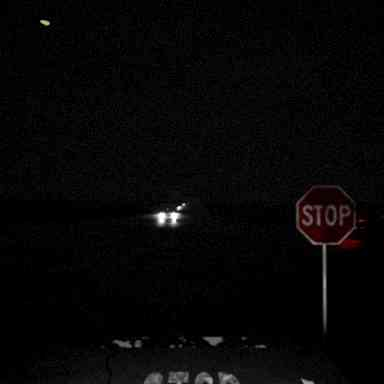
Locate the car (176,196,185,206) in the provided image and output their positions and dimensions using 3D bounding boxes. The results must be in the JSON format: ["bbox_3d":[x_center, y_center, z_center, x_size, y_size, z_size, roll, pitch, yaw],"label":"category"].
[{"bbox_3d":[-2.662,1.665,54.816,1.994,1.385,4.181,0,0,1],"label":"car"}]

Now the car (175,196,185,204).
[{"bbox_3d":[-2.491,1.624,69.237,1.882,1.535,5.008,0,0,0],"label":"car"}]

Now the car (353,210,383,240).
[{"bbox_3d":[11.027,1.726,17.870,4.892,1.490,1.837,1,-3,-7],"label":"car"}]

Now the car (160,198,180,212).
[{"bbox_3d":[-2.771,1.666,40.019,1.895,1.301,4.718,0,0,0],"label":"car"}]
